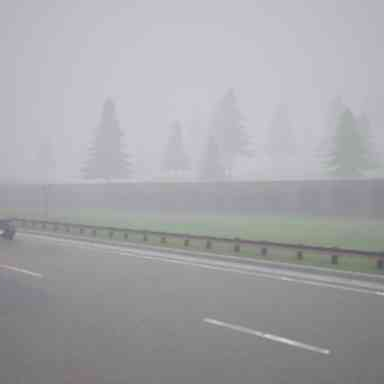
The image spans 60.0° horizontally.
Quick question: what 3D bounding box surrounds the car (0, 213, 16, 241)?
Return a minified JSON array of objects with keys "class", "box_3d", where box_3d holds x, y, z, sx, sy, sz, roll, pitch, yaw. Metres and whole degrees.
[{"class":"car","box_3d":[-9.942,1.508,15.367,4.674,1.442,1.812,0,0,35]}]
